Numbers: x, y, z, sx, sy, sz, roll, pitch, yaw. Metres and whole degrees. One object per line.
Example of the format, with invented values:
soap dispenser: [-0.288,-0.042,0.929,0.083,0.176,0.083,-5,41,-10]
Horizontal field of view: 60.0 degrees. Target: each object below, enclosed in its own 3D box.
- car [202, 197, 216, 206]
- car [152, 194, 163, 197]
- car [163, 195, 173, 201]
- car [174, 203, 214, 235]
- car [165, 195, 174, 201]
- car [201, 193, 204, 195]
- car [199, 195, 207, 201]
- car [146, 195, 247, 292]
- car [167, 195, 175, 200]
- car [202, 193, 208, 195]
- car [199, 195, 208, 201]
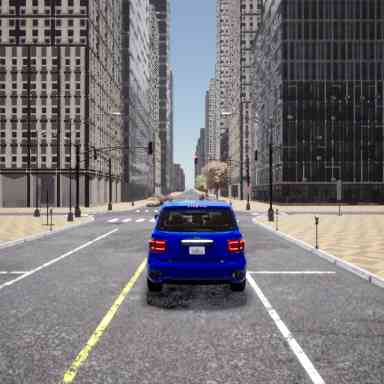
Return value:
car: [2.795,1.500,55.941,2.008,1.369,4.403,0,0,0]
car: [-5.815,1.485,50.094,1.752,1.417,4.829,0,0,0]
car: [-5.684,1.438,78.644,1.887,1.381,4.507,0,0,0]
car: [0.096,1.486,19.822,2.128,1.511,4.902,0,0,0]
car: [-5.684,1.428,84.320,2.008,1.369,4.403,0,0,0]
car: [2.698,1.224,72.964,2.192,1.841,5.009,0,0,0]
car: [2.697,1.422,84.313,1.887,1.381,4.507,0,0,0]
car: [0.099,1.221,9.093,2.150,2.045,5.566,0,0,0]
car: [-5.683,1.411,89.995,2.008,1.369,4.403,0,0,0]
car: [2.826,1.400,50.263,1.967,1.590,4.097,0,0,0]
car: [2.697,1.419,78.809,1.752,1.417,4.829,0,0,0]
